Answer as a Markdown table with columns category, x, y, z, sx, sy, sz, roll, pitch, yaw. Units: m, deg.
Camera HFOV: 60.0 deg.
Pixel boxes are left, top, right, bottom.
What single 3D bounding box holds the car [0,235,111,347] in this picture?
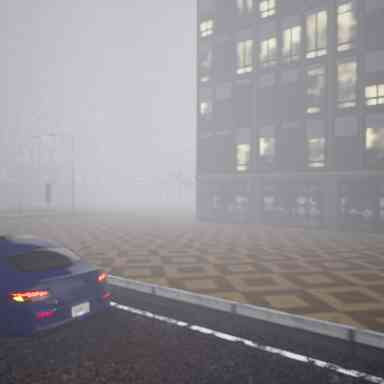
| category | x | y | z | sx | sy | sz | roll | pitch | yaw |
| --- | --- | --- | --- | --- | --- | --- | --- | --- | --- |
| car | -3.490 | 1.539 | 6.175 | 4.674 | 1.442 | 1.812 | 0 | 0 | 36 |
